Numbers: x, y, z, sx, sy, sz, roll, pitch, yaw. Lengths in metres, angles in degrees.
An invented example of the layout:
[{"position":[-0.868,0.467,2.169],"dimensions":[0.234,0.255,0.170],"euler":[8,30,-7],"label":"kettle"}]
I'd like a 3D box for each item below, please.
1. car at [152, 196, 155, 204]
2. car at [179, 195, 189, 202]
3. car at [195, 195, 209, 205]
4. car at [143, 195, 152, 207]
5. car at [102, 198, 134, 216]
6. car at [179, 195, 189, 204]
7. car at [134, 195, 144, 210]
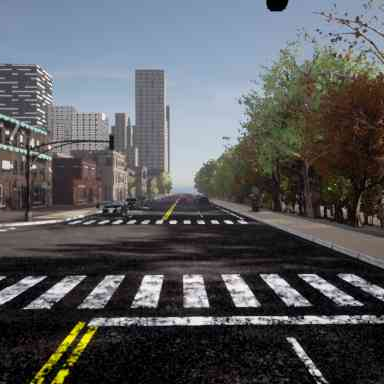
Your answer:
[{"position":[-8.052,1.468,61.990],"dimensions":[2.128,1.511,4.902],"euler":[0,0,-1],"label":"car"},{"position":[-1.771,1.343,72.760],"dimensions":[2.033,1.411,5.357],"euler":[0,0,-1],"label":"car"},{"position":[1.935,1.456,58.357],"dimensions":[1.882,1.535,5.008],"euler":[0,0,-1],"label":"car"},{"position":[-7.843,1.334,51.727],"dimensions":[2.097,1.767,4.553],"euler":[0,0,-1],"label":"car"},{"position":[-7.380,1.481,32.474],"dimensions":[2.128,1.511,4.902],"euler":[0,0,-1],"label":"car"},{"position":[-1.527,1.540,62.760],"dimensions":[1.994,1.385,4.181],"euler":[0,0,-1],"label":"car"},{"position":[-7.607,1.491,42.032],"dimensions":[1.837,1.490,4.892],"euler":[0,0,-1],"label":"car"}]
